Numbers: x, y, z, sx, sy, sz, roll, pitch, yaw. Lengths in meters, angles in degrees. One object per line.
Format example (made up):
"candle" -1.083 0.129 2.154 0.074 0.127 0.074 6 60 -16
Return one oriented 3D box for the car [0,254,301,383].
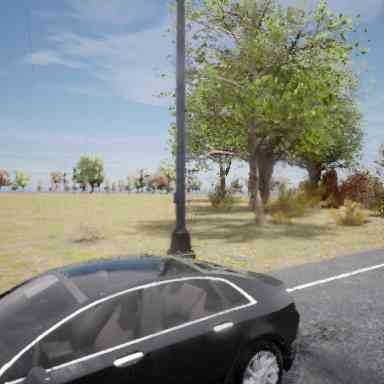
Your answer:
"car" -0.950 1.504 3.316 4.892 1.490 1.837 0 0 -35
